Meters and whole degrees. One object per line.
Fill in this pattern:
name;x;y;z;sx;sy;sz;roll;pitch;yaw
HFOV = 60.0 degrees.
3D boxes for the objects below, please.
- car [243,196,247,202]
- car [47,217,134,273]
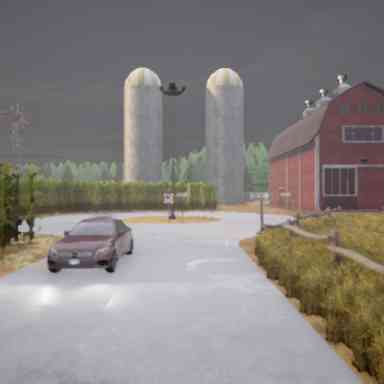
car;12.815;1.789;85.365;1.994;1.381;4.181;0;0;-1
car;-3.112;1.603;11.121;1.812;1.442;4.674;0;0;0
